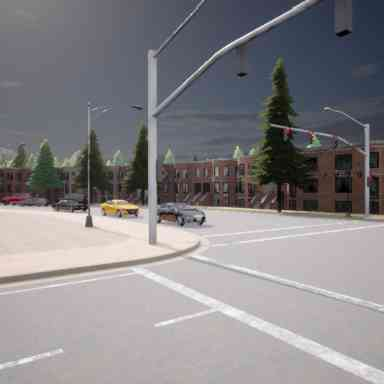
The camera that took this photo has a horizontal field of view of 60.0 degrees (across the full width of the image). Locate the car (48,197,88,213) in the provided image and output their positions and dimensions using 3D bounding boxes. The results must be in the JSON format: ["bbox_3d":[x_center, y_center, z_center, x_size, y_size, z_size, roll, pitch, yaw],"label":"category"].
[{"bbox_3d":[-13.914,1.601,37.954,4.718,1.301,1.895,0,0,37],"label":"car"}]

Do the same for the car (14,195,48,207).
[{"bbox_3d":[-24.121,1.547,51.169,5.357,1.411,2.033,0,0,17],"label":"car"}]

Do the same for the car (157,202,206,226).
[{"bbox_3d":[-0.991,1.492,23.328,2.128,1.511,4.902,0,0,-36],"label":"car"}]

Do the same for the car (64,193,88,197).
[{"bbox_3d":[-18.863,1.221,52.901,5.566,2.045,2.150,0,0,23],"label":"car"}]

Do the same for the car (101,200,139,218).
[{"bbox_3d":[-6.743,1.478,30.891,1.882,1.535,5.008,0,0,-40],"label":"car"}]

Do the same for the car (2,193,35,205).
[{"bbox_3d":[-28.982,1.221,55.956,5.566,2.045,2.150,0,0,10],"label":"car"}]
